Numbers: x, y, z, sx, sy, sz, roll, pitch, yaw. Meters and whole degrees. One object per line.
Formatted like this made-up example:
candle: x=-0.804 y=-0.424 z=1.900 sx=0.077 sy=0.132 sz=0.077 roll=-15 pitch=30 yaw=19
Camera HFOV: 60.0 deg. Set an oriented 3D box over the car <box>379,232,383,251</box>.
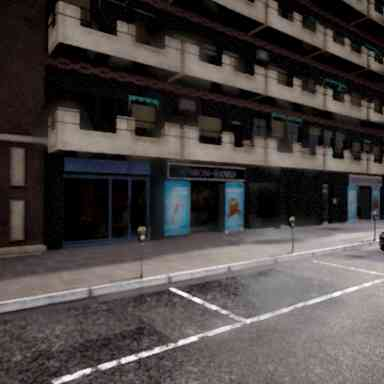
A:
car: x=9.104 y=1.616 z=13.052 sx=4.313 sy=1.339 sz=1.947 roll=0 pitch=0 yaw=-36
